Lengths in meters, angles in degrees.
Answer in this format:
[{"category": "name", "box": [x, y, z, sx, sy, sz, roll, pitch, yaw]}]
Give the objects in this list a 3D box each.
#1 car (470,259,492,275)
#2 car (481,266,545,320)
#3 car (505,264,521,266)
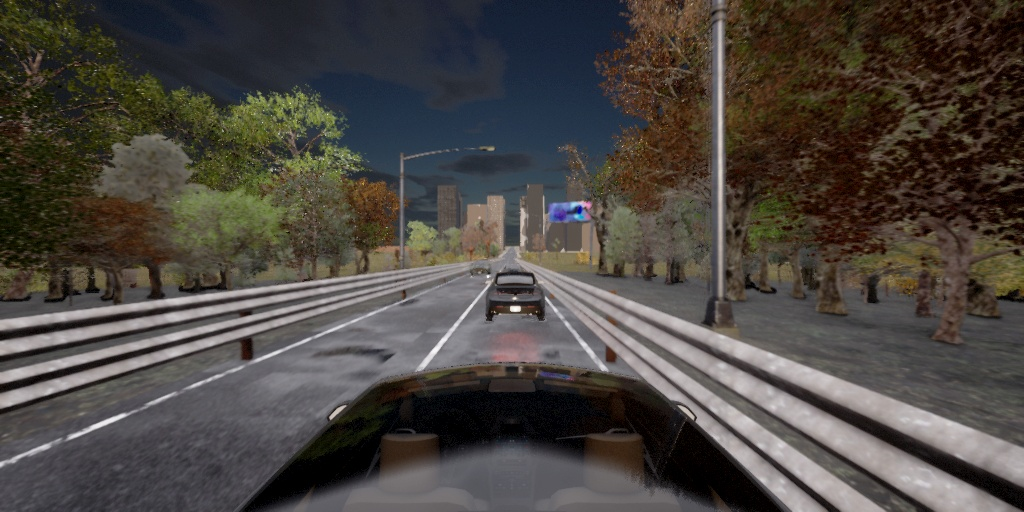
[{"category": "car", "box": [-3.349, 1.167, 39.217, 2.097, 1.767, 4.553, 0, 0, 0]}, {"category": "car", "box": [0.099, 1.268, 12.657, 1.837, 1.490, 4.892, 0, 0, 0]}, {"category": "car", "box": [0.095, 1.405, 33.590, 1.895, 1.301, 4.718, 0, 0, 0]}]
